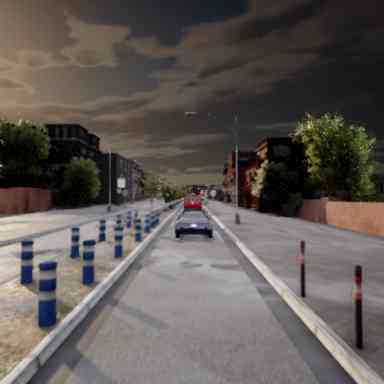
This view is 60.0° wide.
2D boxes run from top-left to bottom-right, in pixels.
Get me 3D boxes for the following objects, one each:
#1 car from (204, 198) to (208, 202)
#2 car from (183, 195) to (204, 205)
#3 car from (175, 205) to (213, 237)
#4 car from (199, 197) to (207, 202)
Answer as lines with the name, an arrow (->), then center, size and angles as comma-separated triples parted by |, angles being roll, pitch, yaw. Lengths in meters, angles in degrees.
car -> 2.971, 1.989, 85.142 | 2.231, 1.521, 4.892 | 0, 0, 0
car -> 0.087, 1.429, 42.015 | 2.150, 2.045, 5.566 | 0, 0, 0
car -> 0.094, 1.635, 18.458 | 1.994, 1.385, 4.181 | 0, 0, 0
car -> 2.969, 2.021, 90.790 | 2.231, 1.521, 4.892 | 0, 0, 0
